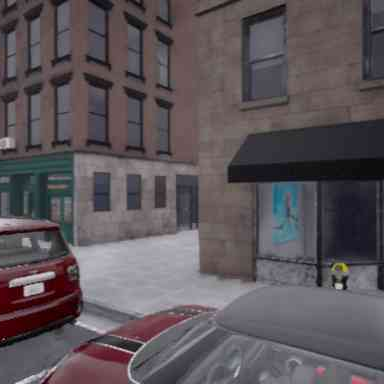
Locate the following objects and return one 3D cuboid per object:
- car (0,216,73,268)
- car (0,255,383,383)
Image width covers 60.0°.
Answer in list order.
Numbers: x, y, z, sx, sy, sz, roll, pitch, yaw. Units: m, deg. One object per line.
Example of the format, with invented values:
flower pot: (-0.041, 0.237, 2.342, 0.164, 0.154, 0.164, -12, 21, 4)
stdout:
car: (-3.963, 1.332, 5.635, 5.009, 1.841, 2.192, 0, 0, 35)
car: (0.648, 1.442, 2.347, 4.097, 1.590, 1.967, 0, 0, 35)
